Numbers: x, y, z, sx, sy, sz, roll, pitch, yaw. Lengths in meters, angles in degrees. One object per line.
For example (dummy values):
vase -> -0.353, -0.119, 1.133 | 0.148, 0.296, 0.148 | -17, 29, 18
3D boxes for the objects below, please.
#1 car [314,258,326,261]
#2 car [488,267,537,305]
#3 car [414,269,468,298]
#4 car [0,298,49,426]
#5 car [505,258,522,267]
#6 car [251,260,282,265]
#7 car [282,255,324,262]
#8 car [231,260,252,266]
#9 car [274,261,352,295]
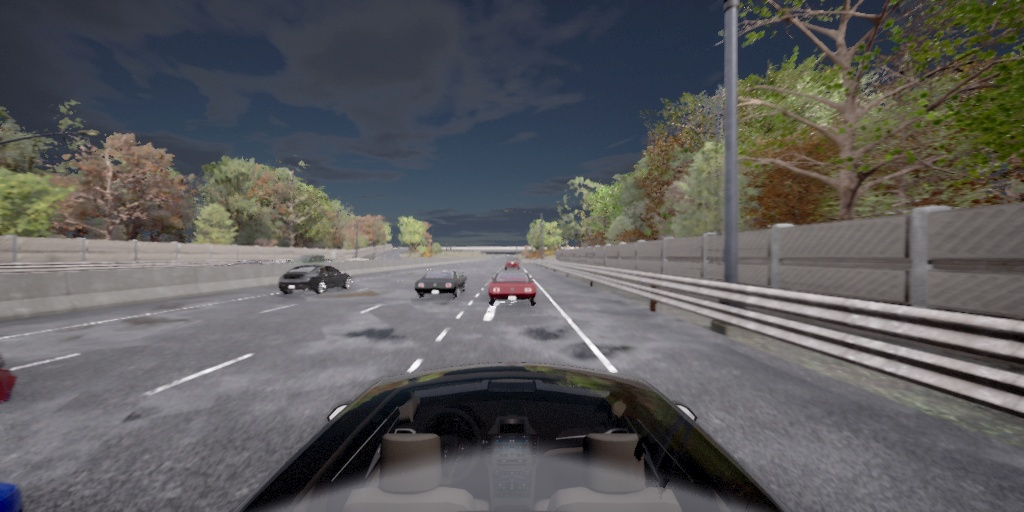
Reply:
car -> -21.021, 1.268, 42.622 | 1.895, 1.301, 4.718 | 0, 0, 1
car -> 0.015, 1.319, 15.904 | 1.895, 1.301, 4.718 | 0, 0, 0
car -> -3.381, 1.312, 18.037 | 1.895, 1.301, 4.718 | 0, 0, 0
car -> -6.900, 1.269, 2.306 | 1.812, 1.442, 4.674 | 0, 0, 0
car -> 0.051, 1.033, 52.451 | 2.097, 1.767, 4.553 | 0, 0, 0
car -> -28.013, 1.263, 42.587 | 1.895, 1.301, 4.718 | 0, 0, 1
car -> -24.510, 0.884, 43.063 | 2.150, 2.045, 5.566 | 0, 0, 1
car -> -31.510, 1.223, 42.783 | 1.994, 1.385, 4.181 | 0, 0, 1
car -> -10.383, 1.208, 19.312 | 1.837, 1.490, 4.892 | 0, 0, 0
